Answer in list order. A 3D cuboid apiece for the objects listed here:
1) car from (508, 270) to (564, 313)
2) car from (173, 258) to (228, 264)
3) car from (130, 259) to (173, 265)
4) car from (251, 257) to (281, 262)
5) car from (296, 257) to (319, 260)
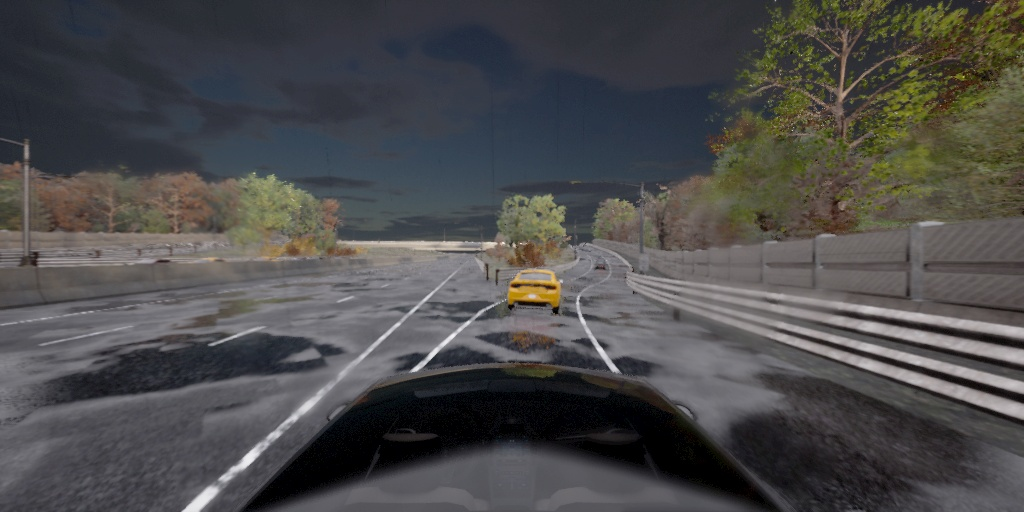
[{"bbox_3d":[1.072,1.339,14.856,1.882,1.535,5.008,2,-2,9],"label":"car"},{"bbox_3d":[-28.715,0.944,33.898,1.882,1.535,5.008,1,0,-6],"label":"car"},{"bbox_3d":[-32.032,0.960,31.947,1.812,1.442,4.674,1,0,-6],"label":"car"},{"bbox_3d":[-33.816,0.903,49.252,1.882,1.535,5.008,1,0,-5],"label":"car"},{"bbox_3d":[-30.565,1.007,51.913,2.033,1.411,5.357,1,0,-6],"label":"car"}]
